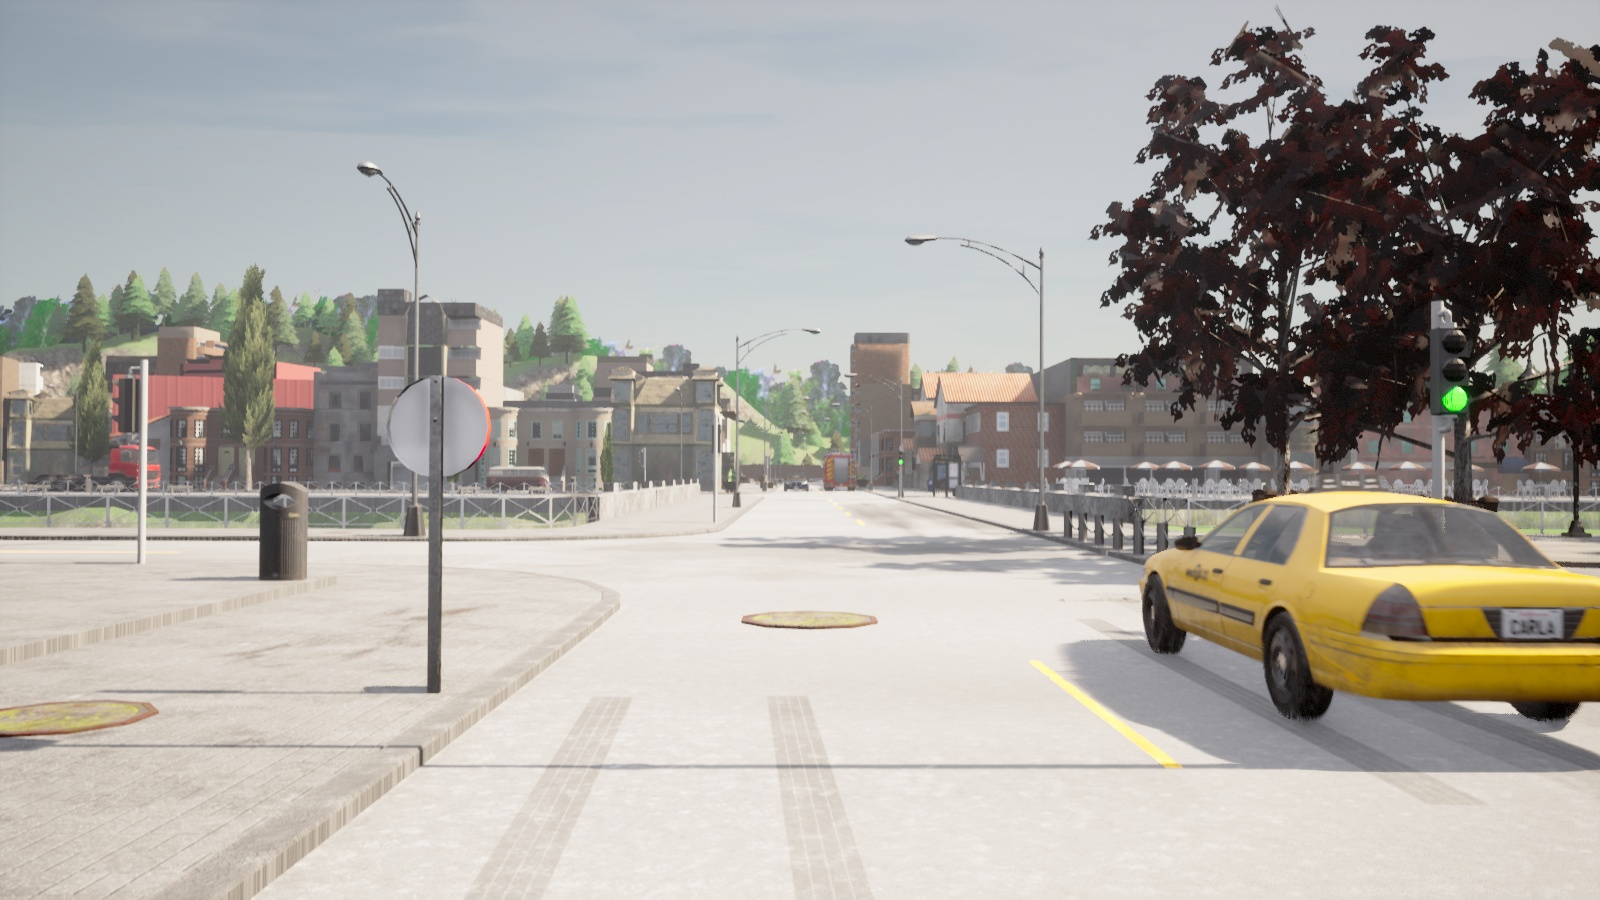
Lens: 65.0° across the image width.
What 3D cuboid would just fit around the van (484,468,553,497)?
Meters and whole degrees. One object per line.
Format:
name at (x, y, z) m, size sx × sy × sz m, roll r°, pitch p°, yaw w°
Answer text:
van at (-19.712, 2.286, 87.926) m, size 4.442 × 1.987 × 1.775 m, roll 0°, pitch -1°, yaw 0°

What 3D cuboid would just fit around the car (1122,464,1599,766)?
car at (3.976, 0.913, 9.270) m, size 1.801 × 1.575 × 5.366 m, roll 0°, pitch -1°, yaw 0°
